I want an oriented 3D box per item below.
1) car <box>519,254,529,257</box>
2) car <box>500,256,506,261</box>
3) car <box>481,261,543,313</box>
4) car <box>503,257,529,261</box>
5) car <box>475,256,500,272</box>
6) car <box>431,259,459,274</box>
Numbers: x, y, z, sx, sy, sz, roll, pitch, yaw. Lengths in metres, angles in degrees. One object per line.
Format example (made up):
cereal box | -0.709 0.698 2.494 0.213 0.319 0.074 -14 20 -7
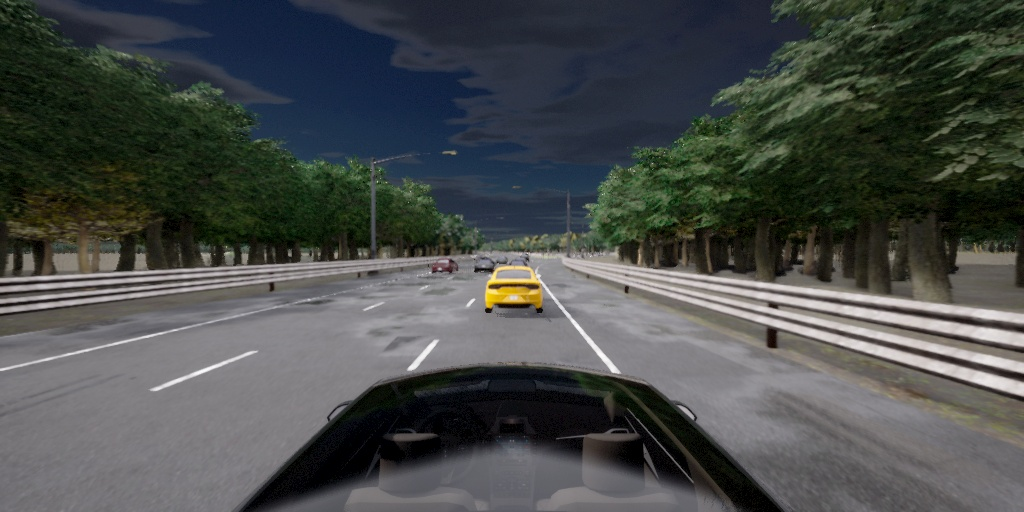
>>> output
car | 1.177 0.831 49.156 2.033 1.411 5.357 0 1 3
car | -1.627 0.698 61.024 1.994 1.385 4.181 0 1 3
car | 0.087 1.121 13.549 1.882 1.535 5.008 0 1 1
car | 0.511 1.032 32.498 1.994 1.385 4.181 0 1 2
car | -2.734 0.972 37.632 1.994 1.385 4.181 0 1 2
car | -6.353 0.964 34.361 1.812 1.442 4.674 0 1 2
